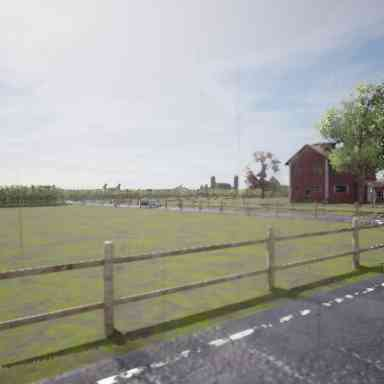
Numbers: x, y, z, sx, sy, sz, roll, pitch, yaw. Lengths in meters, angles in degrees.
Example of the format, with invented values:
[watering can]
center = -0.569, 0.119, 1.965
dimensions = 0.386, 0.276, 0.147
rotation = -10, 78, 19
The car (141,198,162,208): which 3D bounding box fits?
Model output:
[car]
center = -6.544, 1.723, 52.389
dimensions = 2.128, 1.511, 4.902
rotation = 0, -1, -35
